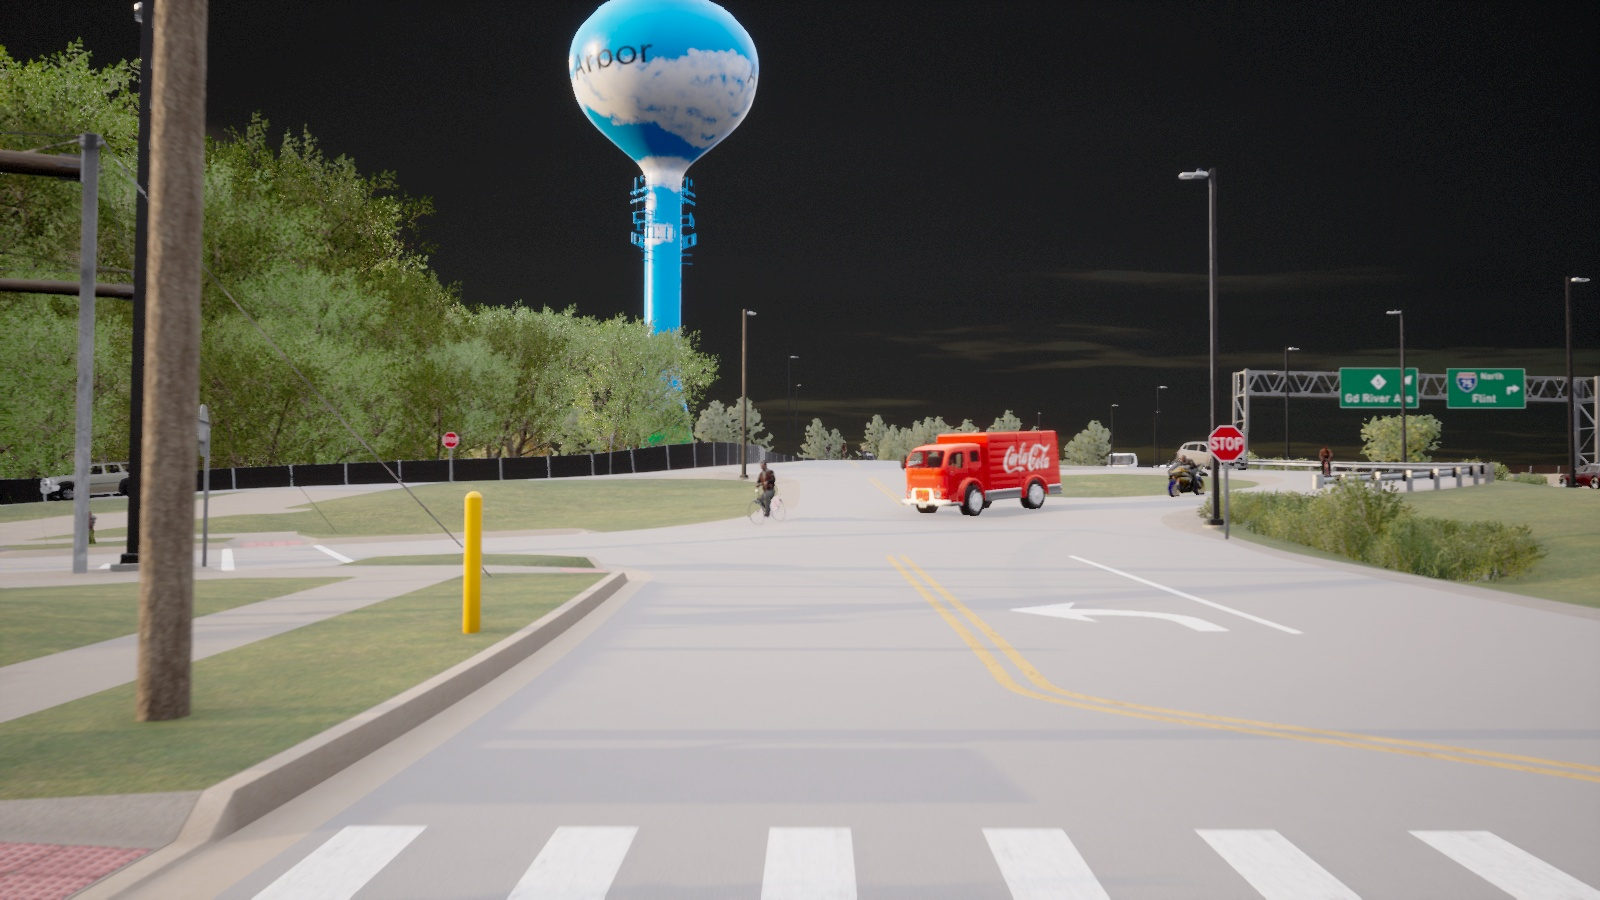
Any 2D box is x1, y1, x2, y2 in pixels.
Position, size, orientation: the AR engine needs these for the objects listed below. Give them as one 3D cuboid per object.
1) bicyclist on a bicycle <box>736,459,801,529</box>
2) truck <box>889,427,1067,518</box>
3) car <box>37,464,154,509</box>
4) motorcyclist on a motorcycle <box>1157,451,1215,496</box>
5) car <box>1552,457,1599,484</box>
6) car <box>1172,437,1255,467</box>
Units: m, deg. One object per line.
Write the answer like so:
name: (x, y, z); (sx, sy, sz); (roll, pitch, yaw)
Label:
bicyclist on a bicycle: (-0.869, 1.205, 35.053); (0.659, 1.776, 1.843); (-11, -4, 31)
truck: (5.613, 0.652, 39.135); (5.204, 2.467, 2.627); (-4, 1, -41)
car: (-34.932, 1.792, 62.355); (1.932, 1.855, 4.605); (-2, 2, 43)
motorcyclist on a motorcycle: (13.947, 0.847, 45.379); (2.191, 1.530, 0.866); (-2, -1, -39)
car: (45.907, 1.171, 72.453); (2.163, 1.488, 4.792); (0, -1, 1)
car: (24.149, 0.081, 73.558); (2.242, 1.667, 4.611); (0, 1, -19)
